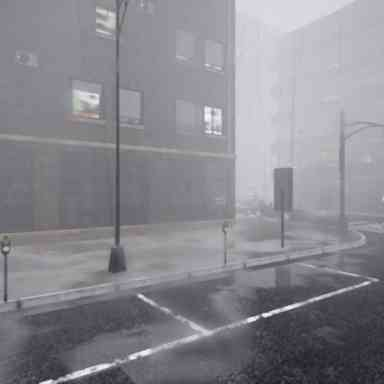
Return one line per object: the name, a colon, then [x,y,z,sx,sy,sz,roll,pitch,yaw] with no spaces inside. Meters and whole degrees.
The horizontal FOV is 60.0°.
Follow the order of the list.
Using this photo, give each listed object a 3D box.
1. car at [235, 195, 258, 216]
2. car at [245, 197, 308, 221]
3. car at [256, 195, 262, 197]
car: [3.163,1.229,28.670,1.752,1.417,4.829,1,0,-36]
car: [6.349,1.329,24.313,2.008,1.369,4.403,1,0,-36]
car: [6.562,1.067,38.221,1.967,1.590,4.097,1,0,-36]
